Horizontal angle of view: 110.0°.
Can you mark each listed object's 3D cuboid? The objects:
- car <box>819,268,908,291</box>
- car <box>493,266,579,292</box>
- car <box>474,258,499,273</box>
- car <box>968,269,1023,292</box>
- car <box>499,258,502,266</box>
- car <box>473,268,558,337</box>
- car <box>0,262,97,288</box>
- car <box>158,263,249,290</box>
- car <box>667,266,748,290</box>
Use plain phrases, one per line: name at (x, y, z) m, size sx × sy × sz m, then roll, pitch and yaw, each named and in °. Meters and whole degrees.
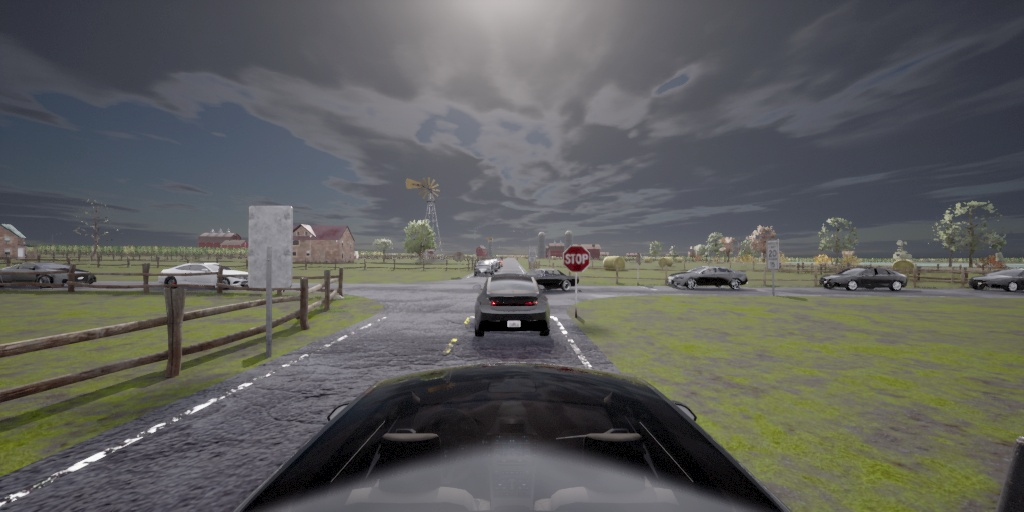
car at (23.203, 1.509, 23.796) m, size 4.892 × 1.490 × 1.837 m, roll 1°, pitch -1°, yaw -1°
car at (1.517, 1.369, 20.403) m, size 4.718 × 1.301 × 1.895 m, roll 1°, pitch 0°, yaw -35°
car at (-2.825, 1.243, 37.048) m, size 2.128 × 1.511 × 4.902 m, roll 0°, pitch 0°, yaw 0°
car at (33.591, 1.604, 23.916) m, size 4.892 × 1.490 × 1.837 m, roll 0°, pitch -1°, yaw -1°
car at (-2.809, 1.241, 46.494) m, size 2.128 × 1.511 × 4.902 m, roll 0°, pitch 0°, yaw 0°
car at (-0.065, 1.256, 10.359) m, size 1.837 × 1.490 × 4.892 m, roll 0°, pitch 0°, yaw -3°
car at (-26.346, 1.048, 20.218) m, size 4.181 × 1.385 × 1.994 m, roll 1°, pitch -1°, yaw -1°
car at (-17.226, 1.103, 20.332) m, size 4.674 × 1.442 × 1.812 m, roll 1°, pitch -1°, yaw -1°
car at (12.819, 1.397, 23.621) m, size 4.902 × 1.511 × 2.128 m, roll 1°, pitch -1°, yaw -2°
